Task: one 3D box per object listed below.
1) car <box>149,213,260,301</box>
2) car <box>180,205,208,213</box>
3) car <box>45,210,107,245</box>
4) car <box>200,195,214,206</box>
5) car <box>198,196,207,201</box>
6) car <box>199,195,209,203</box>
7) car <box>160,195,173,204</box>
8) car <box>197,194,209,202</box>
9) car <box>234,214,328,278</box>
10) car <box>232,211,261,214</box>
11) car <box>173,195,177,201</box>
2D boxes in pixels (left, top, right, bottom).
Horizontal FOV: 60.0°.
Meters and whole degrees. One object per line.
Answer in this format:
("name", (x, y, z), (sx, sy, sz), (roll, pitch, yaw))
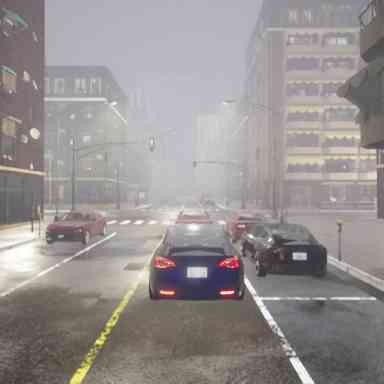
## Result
("car", (0.096, 1.503, 8.381), (2.163, 1.488, 4.792), (0, 0, 0))
("car", (0.084, 1.601, 18.104), (1.895, 1.301, 4.718), (0, 0, 0))
("car", (-5.282, 1.545, 15.637), (1.887, 1.381, 4.507), (1, 0, 0))
("car", (2.674, 1.560, 53.726), (1.887, 1.381, 4.507), (1, 0, 0))
("car", (2.528, 1.609, 82.174), (1.947, 1.339, 4.313), (1, 0, 0))
("car", (2.536, 1.471, 70.795), (1.967, 1.590, 4.097), (1, 0, 0))
("car", (-5.359, 1.576, 65.090), (2.008, 1.369, 4.403), (1, 0, 0))
("car", (2.573, 1.339, 63.672), (2.192, 1.841, 5.009), (1, 0, 0))
("car", (2.568, 1.566, 9.999), (1.947, 1.339, 4.313), (1, 0, 0))
("car", (2.565, 1.545, 15.670), (1.887, 1.381, 4.507), (1, 0, 0))
("car", (-5.355, 1.595, 87.848), (1.887, 1.381, 4.507), (1, 0, 0))
